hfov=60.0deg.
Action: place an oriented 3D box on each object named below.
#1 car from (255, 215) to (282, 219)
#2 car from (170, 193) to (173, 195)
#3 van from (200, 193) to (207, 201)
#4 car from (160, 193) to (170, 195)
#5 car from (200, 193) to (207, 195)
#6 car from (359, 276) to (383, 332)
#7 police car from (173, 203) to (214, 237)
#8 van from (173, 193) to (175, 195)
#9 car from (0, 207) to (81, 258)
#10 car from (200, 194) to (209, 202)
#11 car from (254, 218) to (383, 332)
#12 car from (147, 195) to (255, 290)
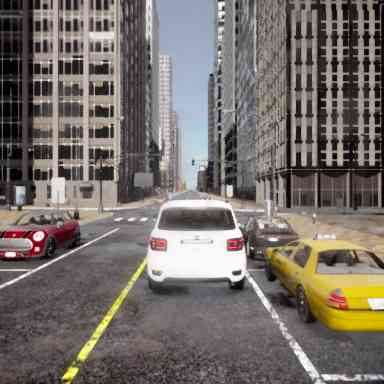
[{"bbox_3d":[2.695,1.546,12.444,2.008,1.369,4.403,0,0,0],"label":"car"},{"bbox_3d":[-5.702,1.230,67.393,2.192,1.841,5.009,0,0,0],"label":"car"},{"bbox_3d":[2.711,1.226,78.758,1.690,1.788,3.998,0,0,0],"label":"van"},{"bbox_3d":[-5.769,1.369,61.708,1.967,1.590,4.097,0,0,0],"label":"car"},{"bbox_3d":[2.802,1.369,61.705,1.967,1.590,4.097,0,0,0],"label":"car"},{"bbox_3d":[2.692,1.551,1.106,2.008,1.369,4.403,0,0,0],"label":"car"},{"bbox_3d":[0.101,1.494,19.150,2.038,1.542,4.974,0,0,1],"label":"police car"},{"bbox_3d":[-5.668,1.210,84.448,1.690,1.788,3.998,0,0,0],"label":"van"},{"bbox_3d":[-5.685,1.435,12.445,1.967,1.590,4.097,0,0,0],"label":"car"},{"bbox_3d":[2.709,1.340,73.073,1.967,1.590,4.097,0,0,0],"label":"car"},{"bbox_3d":[2.693,1.523,6.947,1.752,1.417,4.829,0,0,0],"label":"car"},{"bbox_3d":[0.102,1.218,9.230,2.150,2.045,5.566,0,0,0],"label":"car"}]
